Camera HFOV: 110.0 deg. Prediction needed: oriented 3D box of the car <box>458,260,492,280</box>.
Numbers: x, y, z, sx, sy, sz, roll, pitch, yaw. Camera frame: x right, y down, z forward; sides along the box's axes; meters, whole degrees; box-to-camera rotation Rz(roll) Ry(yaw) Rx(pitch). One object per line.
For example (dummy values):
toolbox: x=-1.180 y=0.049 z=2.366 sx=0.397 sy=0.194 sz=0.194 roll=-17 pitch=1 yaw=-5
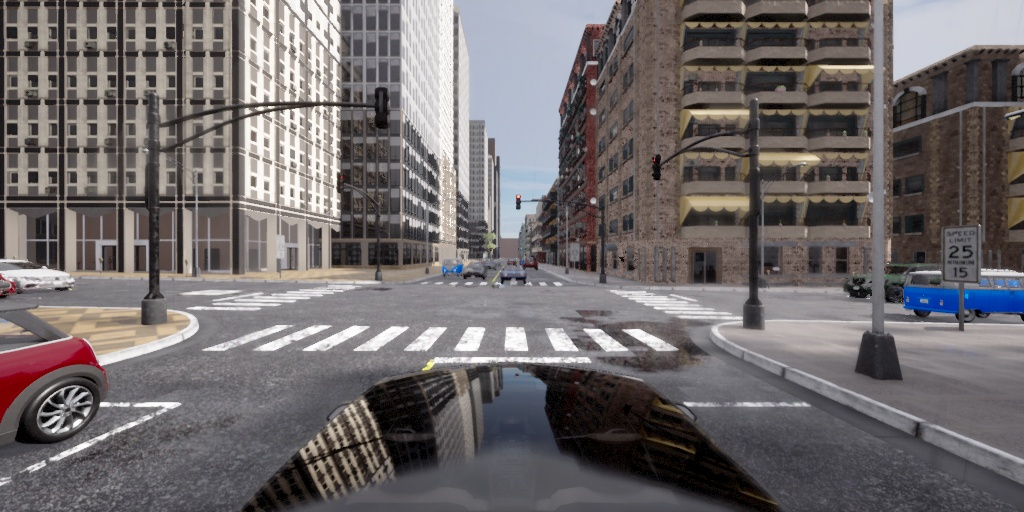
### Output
car: x=-3.117 y=1.300 z=31.280 sx=2.033 sy=1.411 sz=5.357 roll=0 pitch=0 yaw=0

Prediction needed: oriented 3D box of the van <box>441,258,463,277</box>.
van: x=-5.710 y=1.095 z=34.843 sx=1.690 sy=1.789 sz=3.998 roll=0 pitch=0 yaw=0

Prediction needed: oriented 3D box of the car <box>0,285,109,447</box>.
car: x=-5.691 y=1.190 z=2.369 sx=1.967 sy=1.591 sz=4.097 roll=0 pitch=0 yaw=0

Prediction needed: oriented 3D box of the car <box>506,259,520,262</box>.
car: x=-0.034 y=1.273 z=63.926 sx=1.837 sy=1.490 sz=4.892 roll=0 pitch=0 yaw=0

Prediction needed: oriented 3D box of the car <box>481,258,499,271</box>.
car: x=-3.119 y=1.325 z=48.472 sx=1.994 sy=1.385 sz=4.181 roll=0 pitch=0 yaw=0

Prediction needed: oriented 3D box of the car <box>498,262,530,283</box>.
car: x=0.106 y=1.352 z=27.516 sx=1.895 sy=1.301 sz=4.718 roll=0 pitch=0 yaw=0

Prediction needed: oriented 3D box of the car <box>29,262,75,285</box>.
car: x=-22.241 y=0.878 z=15.713 sx=4.674 sy=1.442 sz=1.812 roll=1 pitch=0 yaw=0

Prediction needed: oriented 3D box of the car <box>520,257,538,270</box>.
car: x=2.661 y=1.076 z=51.502 sx=2.192 sy=1.841 sz=5.009 roll=0 pitch=0 yaw=0

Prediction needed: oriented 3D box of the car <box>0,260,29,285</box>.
car: x=-21.154 y=0.817 z=13.128 sx=4.097 sy=1.591 sz=1.967 roll=0 pitch=0 yaw=0

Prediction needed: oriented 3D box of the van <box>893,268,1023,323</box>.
van: x=16.905 y=1.452 z=13.099 sx=3.998 sy=1.789 sz=1.690 roll=0 pitch=0 yaw=0

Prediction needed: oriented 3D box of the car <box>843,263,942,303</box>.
car: x=21.039 y=1.403 z=19.036 sx=5.566 sy=2.045 sz=2.150 roll=1 pitch=0 yaw=0
